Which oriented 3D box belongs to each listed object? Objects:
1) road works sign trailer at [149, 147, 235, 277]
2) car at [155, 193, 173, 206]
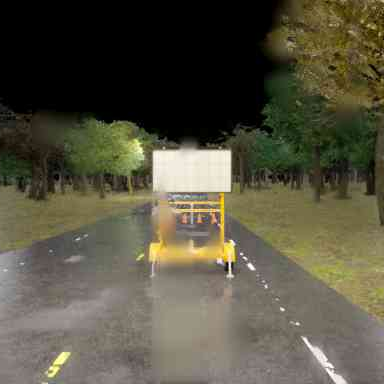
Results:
[{"bbox_3d":[0.000,0.434,10.088,2.380,3.560,2.880,0,0,0],"label":"road works sign trailer"},{"bbox_3d":[-3.597,0.884,43.074,2.097,1.767,4.553,0,1,0],"label":"car"}]
